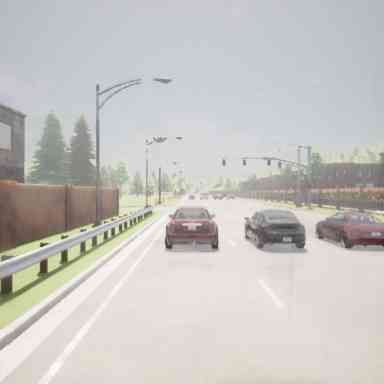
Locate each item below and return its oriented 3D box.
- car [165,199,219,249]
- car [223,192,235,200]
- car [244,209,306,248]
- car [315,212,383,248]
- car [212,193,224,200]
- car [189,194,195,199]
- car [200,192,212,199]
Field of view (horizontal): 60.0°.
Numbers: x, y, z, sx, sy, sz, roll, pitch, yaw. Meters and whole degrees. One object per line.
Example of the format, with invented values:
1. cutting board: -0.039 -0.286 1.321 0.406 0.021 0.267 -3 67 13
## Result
1. car: 0.000 1.365 14.620 2.097 1.767 4.553 0 0 0
2. car: 10.500 1.362 91.072 1.882 1.535 5.008 0 0 0
3. car: 3.500 1.515 14.650 1.837 1.490 4.892 0 0 0
4. car: 7.000 1.571 14.650 1.994 1.385 4.181 0 0 0
5. car: 7.000 1.454 91.488 1.994 1.385 4.181 0 0 0
6. car: 0.000 1.409 91.072 2.128 1.511 4.902 0 0 0
7. car: 3.500 1.109 91.102 2.150 2.045 5.566 0 0 0
